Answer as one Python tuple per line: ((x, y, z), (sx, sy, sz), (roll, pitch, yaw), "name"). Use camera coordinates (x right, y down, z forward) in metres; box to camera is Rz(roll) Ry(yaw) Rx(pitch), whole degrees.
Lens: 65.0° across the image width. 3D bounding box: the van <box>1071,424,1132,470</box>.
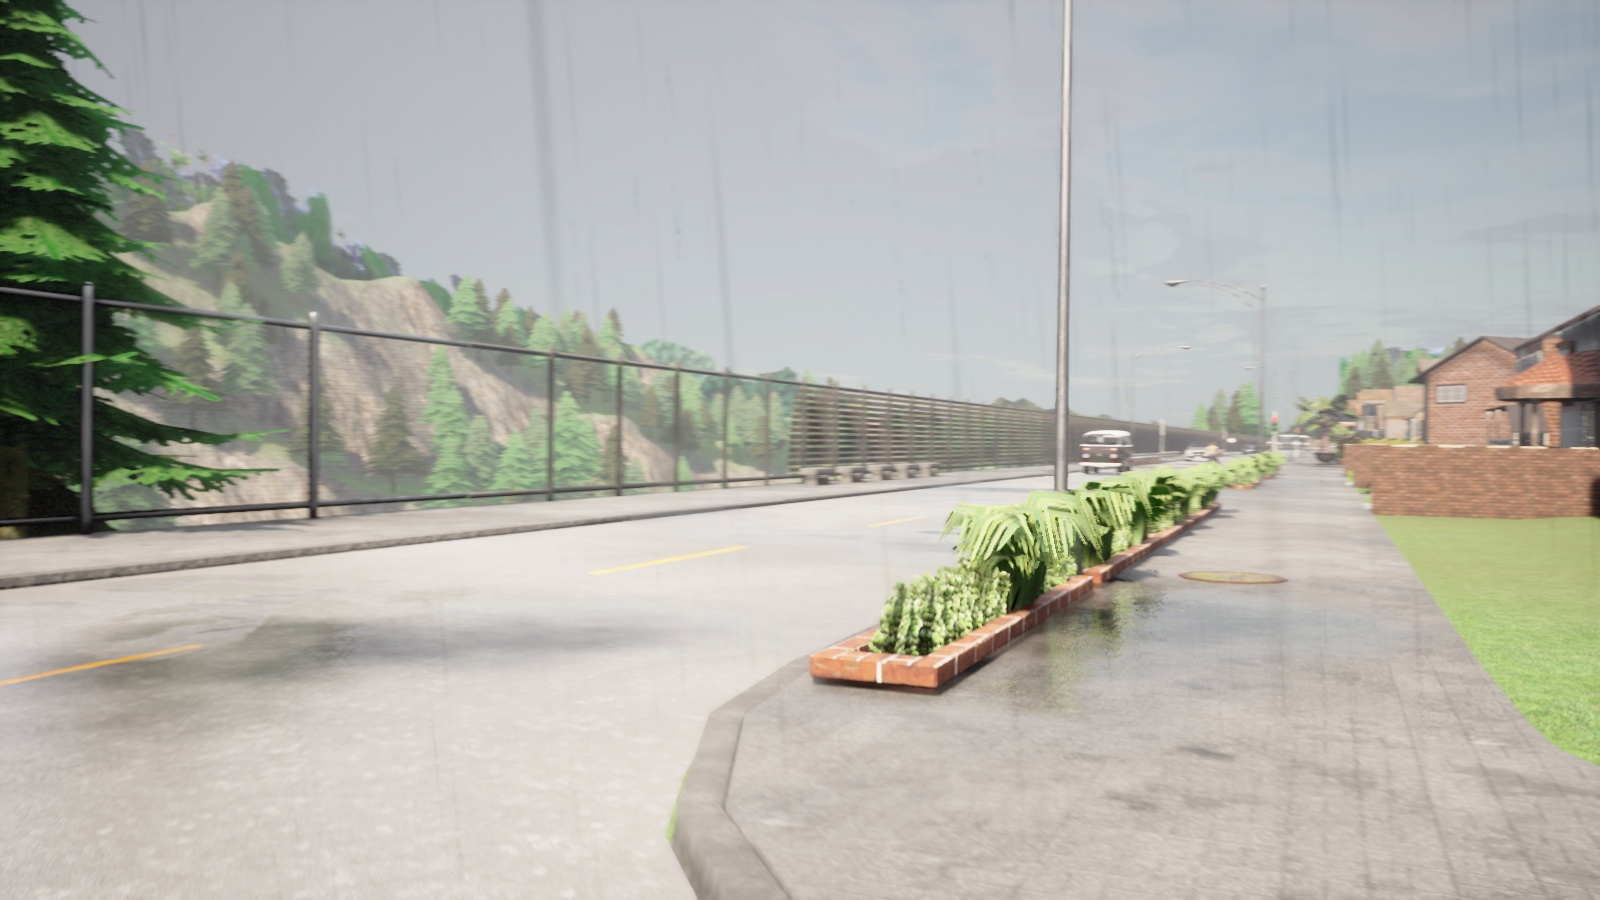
((13.904, -0.142, 57.689), (2.069, 2.038, 4.480), (0, 1, 22), "van")
